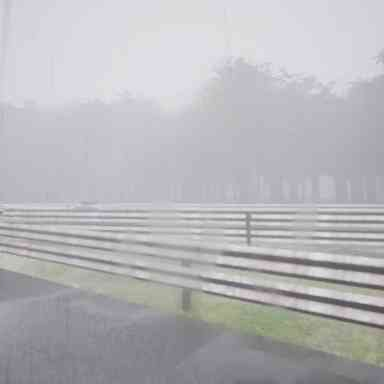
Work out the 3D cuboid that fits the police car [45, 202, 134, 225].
[{"bbox_3d":[-5.629,1.341,17.884,5.238,1.638,1.930,-1,-1,23],"label":"police car"}]
